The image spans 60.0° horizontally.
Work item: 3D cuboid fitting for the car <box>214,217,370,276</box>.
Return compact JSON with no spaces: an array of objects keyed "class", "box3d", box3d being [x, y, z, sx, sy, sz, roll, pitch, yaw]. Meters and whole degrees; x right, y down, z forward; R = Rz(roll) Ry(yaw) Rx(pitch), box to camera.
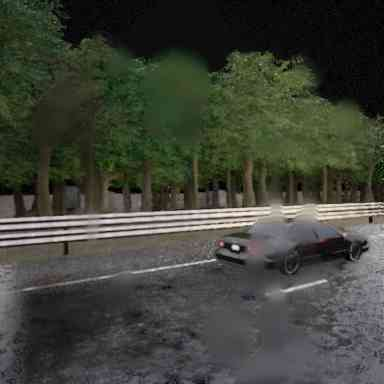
[{"class":"car","box3d":[3.224,1.502,10.185,5.357,1.411,2.033,0,0,-34]}]
